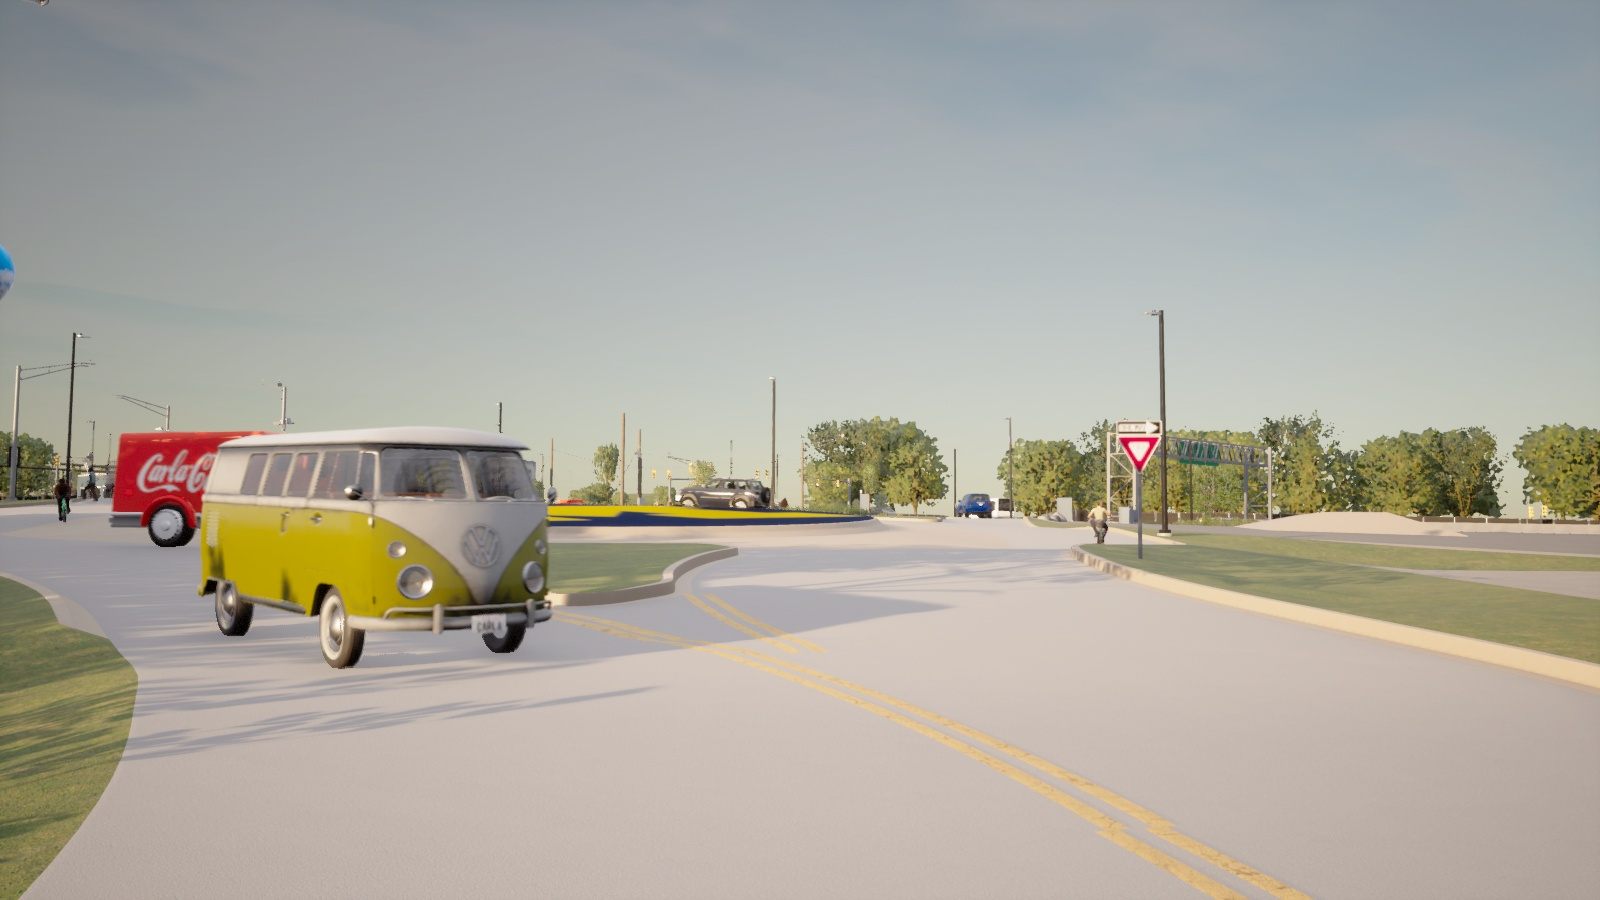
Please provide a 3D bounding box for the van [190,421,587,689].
[{"bbox_3d":[-3.956,0.841,11.572,1.775,1.987,4.442,2,-2,-42],"label":"van"}]

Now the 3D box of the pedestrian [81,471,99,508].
[{"bbox_3d":[-37.401,2.104,66.127,0.692,1.930,0.396,1,-4,-12],"label":"pedestrian"}]

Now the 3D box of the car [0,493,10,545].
[{"bbox_3d":[-23.164,1.759,32.453,4.181,1.385,1.994,1,-3,-3],"label":"car"}]

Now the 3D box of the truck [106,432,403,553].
[{"bbox_3d":[-11.653,0.976,27.096,5.204,2.467,2.627,-1,-4,8],"label":"truck"}]

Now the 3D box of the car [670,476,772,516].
[{"bbox_3d":[-3.935,2.273,62.347,4.605,1.855,1.932,1,-3,21],"label":"car"}]
